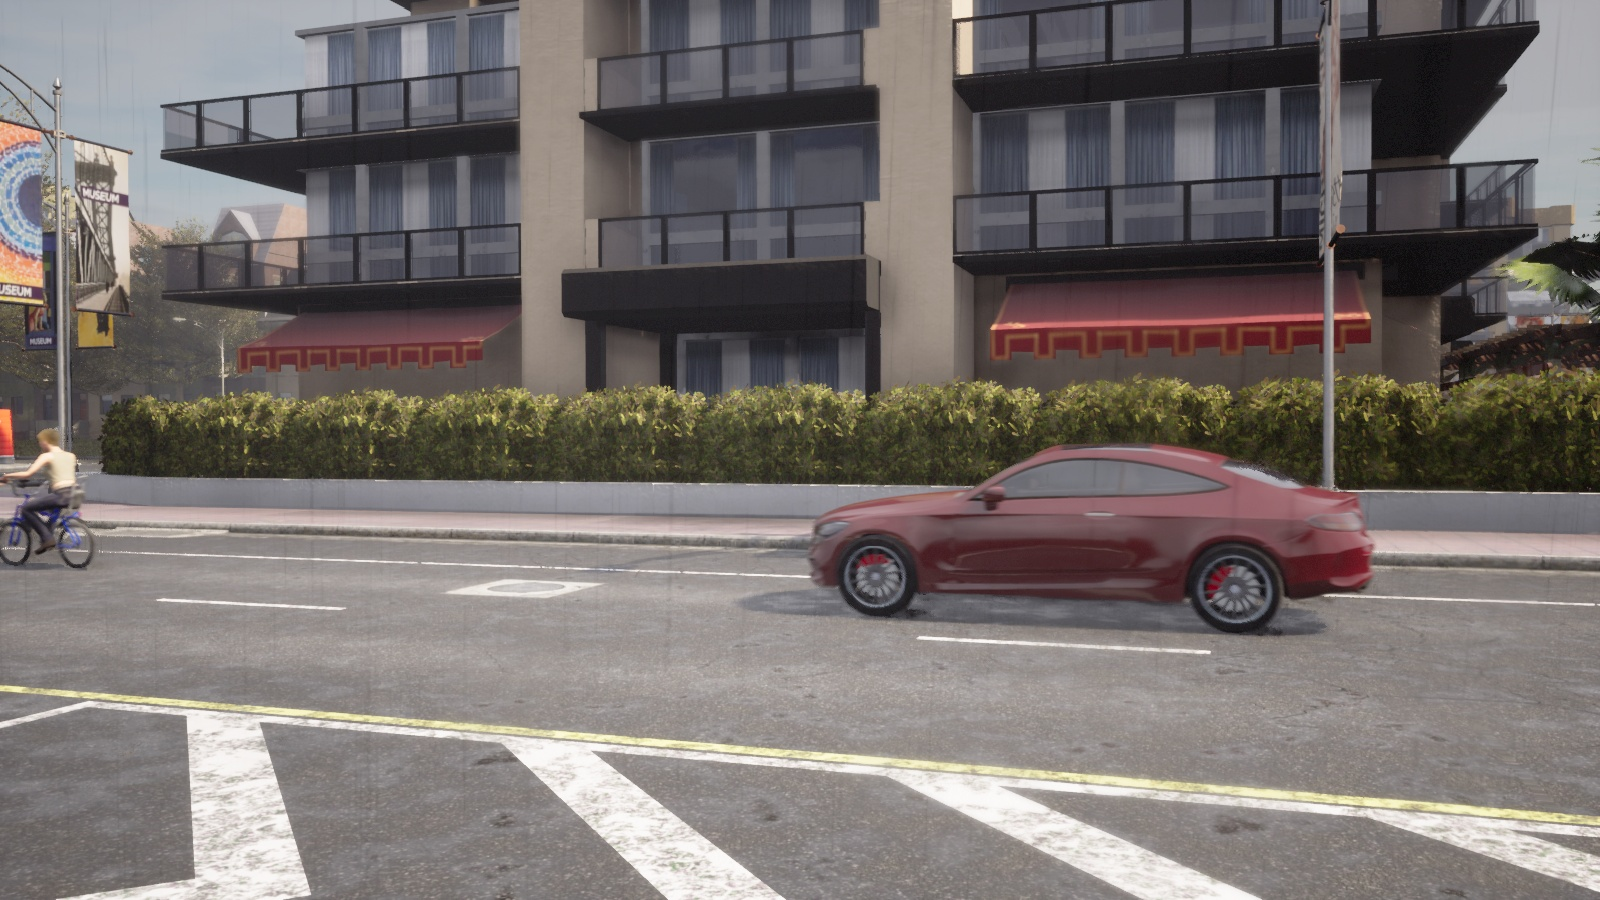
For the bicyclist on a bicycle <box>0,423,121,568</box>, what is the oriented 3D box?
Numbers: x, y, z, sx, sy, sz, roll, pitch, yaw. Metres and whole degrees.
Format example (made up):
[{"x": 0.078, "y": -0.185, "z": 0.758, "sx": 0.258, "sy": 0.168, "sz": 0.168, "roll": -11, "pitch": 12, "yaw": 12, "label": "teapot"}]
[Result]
[{"x": -8.834, "y": 0.496, "z": 14.580, "sx": 1.509, "sy": 1.612, "sz": 0.866, "roll": 0, "pitch": 1, "yaw": 18, "label": "bicyclist on a bicycle"}]

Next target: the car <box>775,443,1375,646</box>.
[{"x": 2.293, "y": 0.687, "z": 10.833, "sx": 4.674, "sy": 1.442, "sz": 1.812, "roll": 1, "pitch": 1, "yaw": 19, "label": "car"}]

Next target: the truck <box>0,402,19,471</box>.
[{"x": -30.672, "y": -0.478, "z": 43.900, "sx": 2.627, "sy": 2.467, "sz": 5.204, "roll": 1, "pitch": 1, "yaw": 18, "label": "truck"}]
